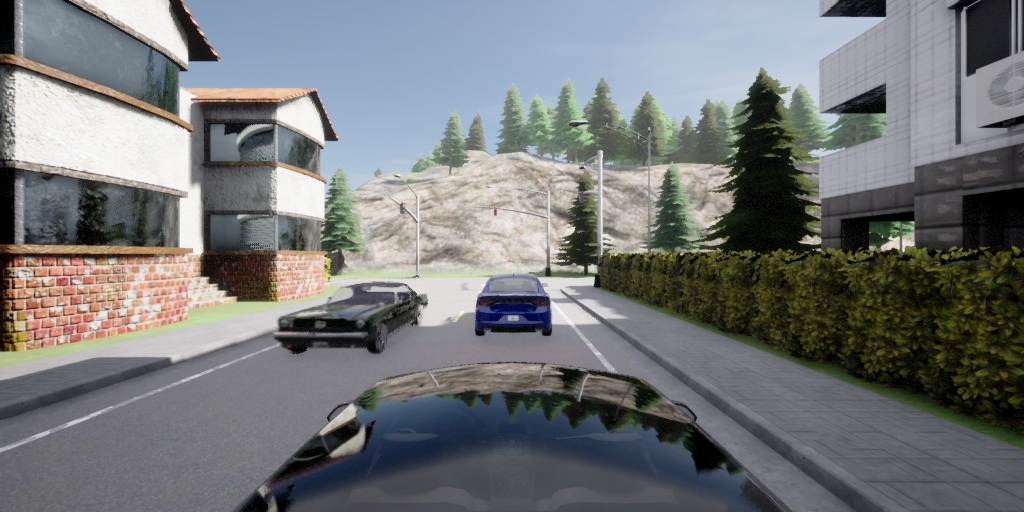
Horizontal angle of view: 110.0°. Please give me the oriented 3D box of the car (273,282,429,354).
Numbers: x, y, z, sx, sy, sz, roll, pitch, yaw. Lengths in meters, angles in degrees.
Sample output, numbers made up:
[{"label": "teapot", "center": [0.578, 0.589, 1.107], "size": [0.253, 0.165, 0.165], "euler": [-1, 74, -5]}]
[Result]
[{"label": "car", "center": [-3.540, 1.351, 8.893], "size": [1.895, 1.301, 4.718], "euler": [0, 0, 1]}]

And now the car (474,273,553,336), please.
[{"label": "car", "center": [0.049, 1.228, 10.431], "size": [1.882, 1.535, 5.008], "euler": [0, 0, 0]}]
